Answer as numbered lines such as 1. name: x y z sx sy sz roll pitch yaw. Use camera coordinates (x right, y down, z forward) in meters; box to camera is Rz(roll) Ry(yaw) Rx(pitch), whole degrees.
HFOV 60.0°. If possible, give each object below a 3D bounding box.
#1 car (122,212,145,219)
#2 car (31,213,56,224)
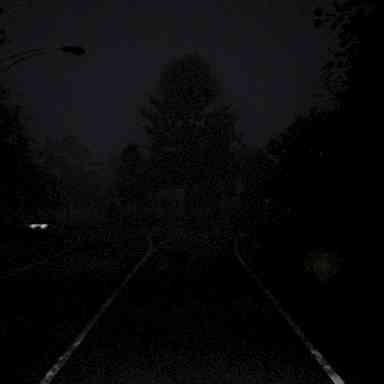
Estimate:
1. car: -10.559 4.262 59.968 4.181 1.385 1.994 2 -4 -25
2. car: -19.374 3.481 43.569 1.994 1.385 4.181 0 -3 -2
